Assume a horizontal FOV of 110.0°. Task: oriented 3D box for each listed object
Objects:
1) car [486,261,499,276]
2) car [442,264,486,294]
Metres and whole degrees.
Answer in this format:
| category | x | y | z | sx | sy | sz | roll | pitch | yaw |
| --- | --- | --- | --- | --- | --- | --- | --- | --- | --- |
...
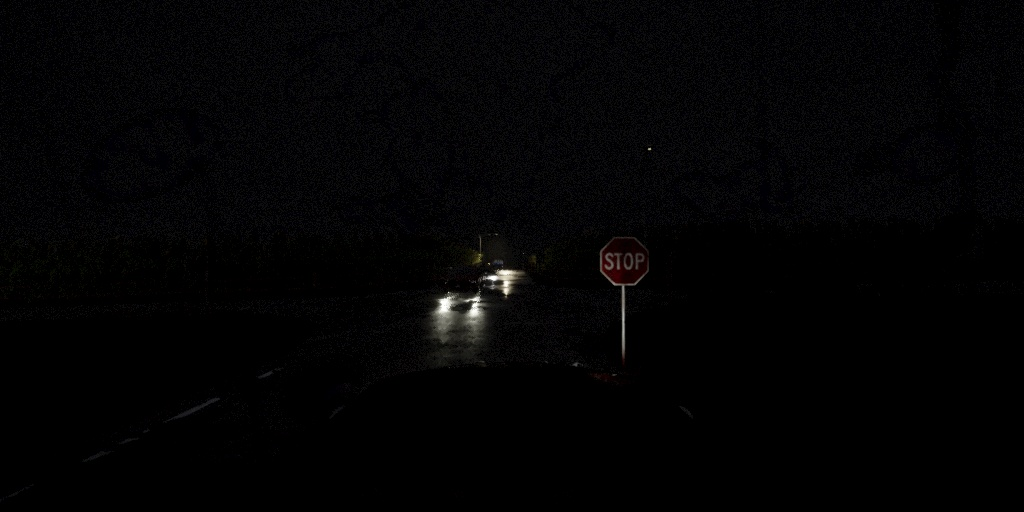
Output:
| category | x | y | z | sx | sy | sz | roll | pitch | yaw |
| --- | --- | --- | --- | --- | --- | --- | --- | --- | --- |
| car | -2.787 | 1.549 | 40.498 | 1.895 | 1.301 | 4.718 | 0 | -1 | 0 |
| car | -2.769 | 1.280 | 20.880 | 1.882 | 1.535 | 5.008 | 0 | 0 | 0 |
